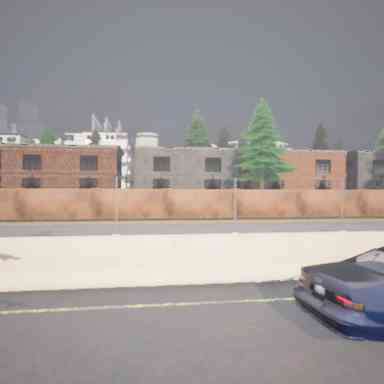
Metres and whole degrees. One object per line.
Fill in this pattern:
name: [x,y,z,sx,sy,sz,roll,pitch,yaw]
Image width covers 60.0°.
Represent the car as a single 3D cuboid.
car: [4.463,1.572,5.554,5.357,1.411,2.033,0,0,-9]
